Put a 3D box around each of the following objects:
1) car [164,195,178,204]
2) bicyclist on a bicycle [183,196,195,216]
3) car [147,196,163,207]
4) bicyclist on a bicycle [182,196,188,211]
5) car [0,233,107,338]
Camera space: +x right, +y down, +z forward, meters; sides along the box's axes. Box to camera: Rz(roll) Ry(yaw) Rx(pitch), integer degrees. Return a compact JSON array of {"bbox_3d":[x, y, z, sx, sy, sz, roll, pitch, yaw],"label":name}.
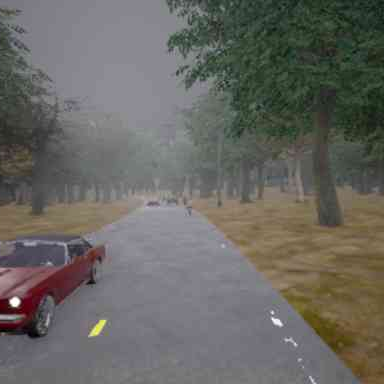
[{"bbox_3d":[-3.386,1.342,57.244,1.837,1.490,4.892,0,1,-6],"label":"car"},{"bbox_3d":[-0.151,1.347,29.770,0.866,1.612,1.509,0,0,-4],"label":"bicyclist on a bicycle"},{"bbox_3d":[-5.534,1.328,47.997,1.882,1.535,5.008,0,0,-5],"label":"car"},{"bbox_3d":[-0.826,1.336,39.273,0.582,1.620,1.656,0,0,-5],"label":"bicyclist on a bicycle"},{"bbox_3d":[-3.183,1.583,6.685,1.895,1.301,4.718,0,0,-1],"label":"car"}]
